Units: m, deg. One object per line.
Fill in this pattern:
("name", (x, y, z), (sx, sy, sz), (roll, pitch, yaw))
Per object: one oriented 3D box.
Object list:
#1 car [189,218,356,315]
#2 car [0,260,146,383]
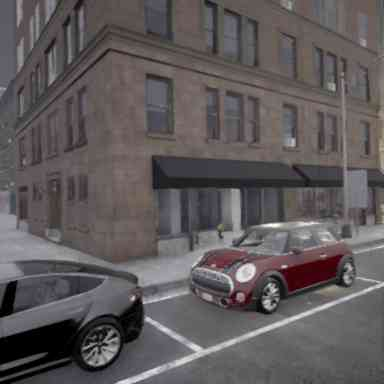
("car", (1.894, 1.465, 7.585), (4.097, 1.590, 1.967), (-1, -1, -36))
("car", (-2.678, 1.663, 4.214), (4.313, 1.339, 1.947), (-1, -1, -36))
